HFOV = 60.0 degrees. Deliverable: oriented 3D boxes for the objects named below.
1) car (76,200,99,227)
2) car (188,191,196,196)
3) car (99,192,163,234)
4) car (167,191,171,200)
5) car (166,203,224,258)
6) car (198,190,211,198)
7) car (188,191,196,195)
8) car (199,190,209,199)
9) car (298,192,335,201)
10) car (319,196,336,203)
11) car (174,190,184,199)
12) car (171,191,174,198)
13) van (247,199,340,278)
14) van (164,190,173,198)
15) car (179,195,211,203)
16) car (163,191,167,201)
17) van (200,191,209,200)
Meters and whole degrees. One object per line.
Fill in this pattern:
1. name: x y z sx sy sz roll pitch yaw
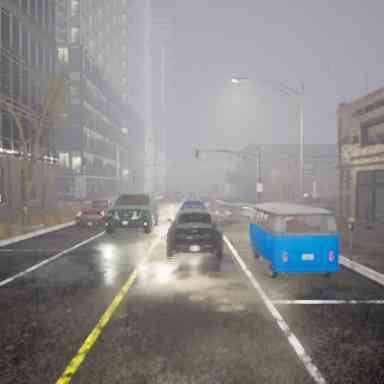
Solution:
1. car: -5.707 1.232 20.608 1.967 1.590 4.097 -1 1 0
2. car: -0.019 0.507 95.486 2.033 1.411 5.357 0 1 0
3. car: -3.083 1.037 18.155 2.150 2.045 5.566 0 1 0
4. car: -5.681 0.922 64.198 1.947 1.339 4.313 -1 1 0
5. car: 0.093 1.381 12.174 1.837 1.490 4.892 0 1 0
6. car: 2.664 0.797 64.145 1.967 1.590 4.097 -1 1 0
7. car: -0.017 0.648 85.073 1.837 1.490 4.892 0 1 0
8. car: 2.659 0.559 75.431 2.192 1.841 5.009 -1 1 0
9. car: 16.518 0.980 43.860 5.009 1.841 2.192 1 1 1
10. car: 16.411 1.444 35.487 4.313 1.339 1.947 1 1 1
11. car: -3.015 0.468 75.649 2.150 2.045 5.566 0 1 0
12. car: -5.683 0.810 75.487 1.947 1.339 4.313 -1 1 0
13. van: 2.674 1.244 9.526 1.690 1.788 3.998 -1 1 0
14. van: -5.688 0.529 81.128 1.690 1.788 3.998 -1 1 0
15. car: 0.087 1.240 23.499 1.882 1.535 5.008 0 1 0
16. car: -5.851 0.939 58.385 1.752 1.417 4.829 -1 1 0
17. van: 2.661 0.642 69.788 1.690 1.788 3.998 -1 1 0
